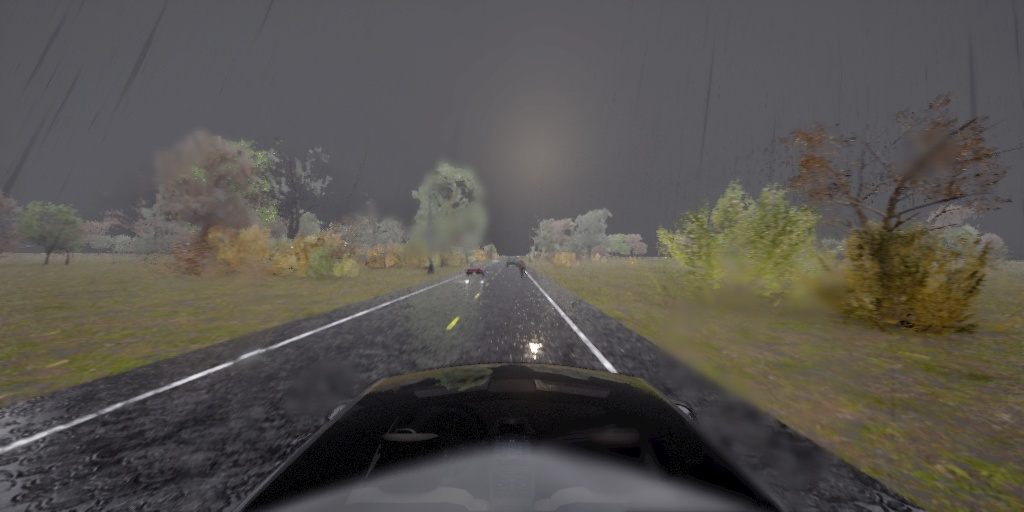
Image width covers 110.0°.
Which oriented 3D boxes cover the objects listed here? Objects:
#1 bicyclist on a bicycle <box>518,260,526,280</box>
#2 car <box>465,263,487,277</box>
[{"bbox_3d":[0.966,1.215,30.776,0.582,1.620,1.656,0,0,0],"label":"bicyclist on a bicycle"},{"bbox_3d":[-3.575,1.364,36.345,1.895,1.301,4.718,0,0,0],"label":"car"}]
